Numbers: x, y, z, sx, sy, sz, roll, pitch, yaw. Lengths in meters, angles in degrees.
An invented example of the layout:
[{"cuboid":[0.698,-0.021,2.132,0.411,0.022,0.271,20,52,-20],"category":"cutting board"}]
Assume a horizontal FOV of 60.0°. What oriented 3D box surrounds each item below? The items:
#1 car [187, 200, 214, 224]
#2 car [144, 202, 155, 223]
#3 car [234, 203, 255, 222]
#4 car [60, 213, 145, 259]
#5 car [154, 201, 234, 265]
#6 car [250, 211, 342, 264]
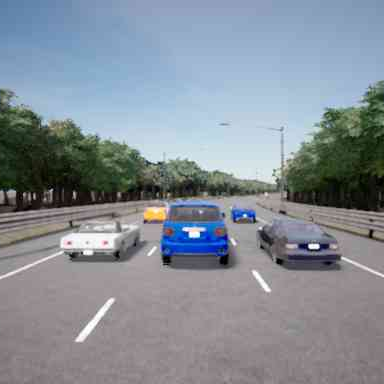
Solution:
[{"cuboid":[0.796,1.591,28.059,2.097,1.767,4.553,0,-1,4],"category":"car"},{"cuboid":[-2.699,1.592,28.243,2.097,1.767,4.553,0,-1,4],"category":"car"},{"cuboid":[4.349,1.723,28.698,1.882,1.535,5.008,0,0,4],"category":"car"},{"cuboid":[-3.326,1.720,13.138,1.895,1.301,4.718,0,0,2],"category":"car"},{"cuboid":[0.145,1.338,12.370,2.150,2.045,5.566,0,0,2],"category":"car"},{"cuboid":[3.644,1.660,12.259,2.033,1.411,5.357,0,0,2],"category":"car"}]
